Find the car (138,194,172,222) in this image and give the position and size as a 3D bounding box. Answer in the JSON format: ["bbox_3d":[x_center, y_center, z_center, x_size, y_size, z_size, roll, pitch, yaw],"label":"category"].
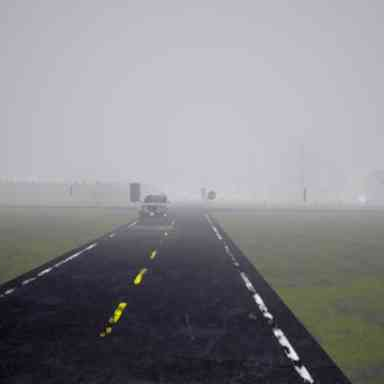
[{"bbox_3d":[-2.807,1.214,26.284,2.150,2.045,5.566,0,0,0],"label":"car"}]

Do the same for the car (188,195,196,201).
[{"bbox_3d":[-0.003,1.518,88.997,1.882,1.535,5.008,0,0,0],"label":"car"}]

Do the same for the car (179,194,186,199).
[{"bbox_3d":[-2.755,1.278,94.395,1.895,1.301,4.718,0,0,0],"label":"car"}]
